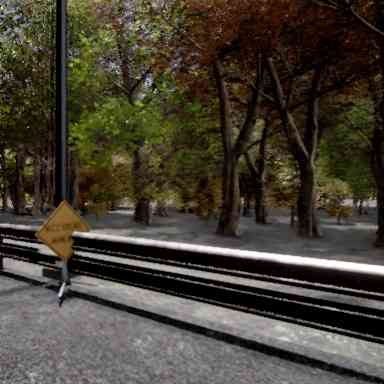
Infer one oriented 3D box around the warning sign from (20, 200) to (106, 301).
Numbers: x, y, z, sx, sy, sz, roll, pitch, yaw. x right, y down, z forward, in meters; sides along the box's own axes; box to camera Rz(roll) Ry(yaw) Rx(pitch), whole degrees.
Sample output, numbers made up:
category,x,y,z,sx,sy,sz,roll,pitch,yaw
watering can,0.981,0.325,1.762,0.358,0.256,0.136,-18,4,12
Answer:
category,x,y,z,sx,sy,sz,roll,pitch,yaw
warning sign,-2.713,1.111,7.066,1.060,1.860,1.300,-1,0,35
